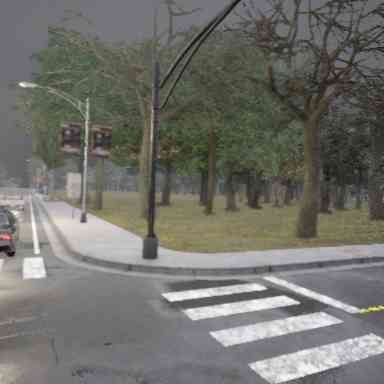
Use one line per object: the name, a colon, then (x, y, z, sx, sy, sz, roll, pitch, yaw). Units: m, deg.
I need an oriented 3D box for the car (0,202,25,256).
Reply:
car: (-6.992, 1.266, 11.449, 2.033, 1.411, 5.357, 2, 0, -26)

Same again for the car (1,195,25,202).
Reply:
car: (-16.533, 0.932, 30.874, 1.895, 1.301, 4.718, 2, 0, -26)
